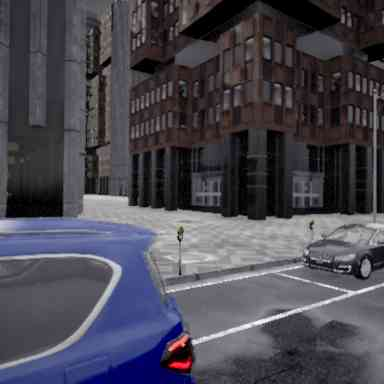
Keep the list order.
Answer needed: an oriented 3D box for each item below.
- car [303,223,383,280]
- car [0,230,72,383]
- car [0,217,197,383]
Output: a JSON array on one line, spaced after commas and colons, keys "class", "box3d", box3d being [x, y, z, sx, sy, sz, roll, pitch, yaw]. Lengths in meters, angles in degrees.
[{"class": "car", "box3d": [5.248, 1.673, 10.264, 4.403, 1.369, 2.008, 1, 0, -35]}, {"class": "car", "box3d": [-3.803, 1.448, 3.927, 4.097, 1.590, 1.967, 1, 0, -35]}, {"class": "car", "box3d": [-2.553, 1.217, 1.551, 5.566, 2.045, 2.150, 1, -1, -35]}]
